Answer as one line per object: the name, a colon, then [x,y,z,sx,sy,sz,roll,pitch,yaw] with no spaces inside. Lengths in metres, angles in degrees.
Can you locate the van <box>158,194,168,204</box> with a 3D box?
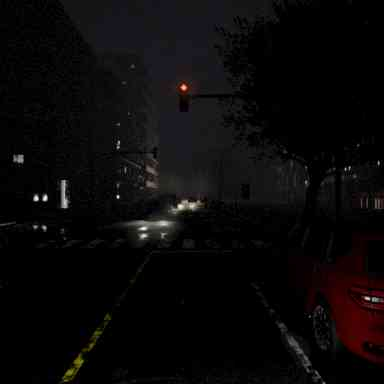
van: [-5.678,1.384,65.905,1.690,1.788,3.998,0,0,0]

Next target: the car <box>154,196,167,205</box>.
car: [-5.679,1.476,60.372,1.967,1.590,4.097,0,0,0]

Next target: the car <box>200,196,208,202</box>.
car: [2.704,1.584,77.139,1.752,1.417,4.829,0,0,0]

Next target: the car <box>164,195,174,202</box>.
car: [-5.676,1.507,82.503,1.967,1.590,4.097,0,0,0]

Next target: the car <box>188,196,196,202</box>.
car: [0.015,1.657,79.320,1.895,1.301,4.718,0,0,0]

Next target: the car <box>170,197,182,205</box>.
car: [-3.048,1.603,62.899,1.994,1.385,4.181,0,0,0]

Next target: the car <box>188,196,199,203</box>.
car: [0.115,1.612,69.419,1.994,1.385,4.181,0,0,0]

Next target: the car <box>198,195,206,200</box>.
car: [2.706,1.638,93.567,2.008,1.369,4.403,0,0,0]

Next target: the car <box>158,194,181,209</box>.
car: [-3.089,1.241,46.467,2.150,2.045,5.566,0,0,0]

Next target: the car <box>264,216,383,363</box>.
car: [2.694,1.315,5.852,2.192,1.841,5.009,0,0,0]

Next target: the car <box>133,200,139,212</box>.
car: [-5.682,1.563,38.241,2.008,1.369,4.403,0,0,0]

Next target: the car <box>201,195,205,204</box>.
car: [2.699,1.548,49.475,1.752,1.417,4.829,0,0,0]

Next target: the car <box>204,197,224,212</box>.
car: [2.698,1.557,38.240,1.887,1.381,4.507,0,0,0]

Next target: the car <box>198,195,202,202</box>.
car: [2.702,1.625,65.903,1.802,1.307,4.206,0,0,0]

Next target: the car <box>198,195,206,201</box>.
car: [2.705,1.621,88.034,1.887,1.381,4.507,0,0,0]

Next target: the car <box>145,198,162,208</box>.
car: [-5.681,1.573,49.307,2.008,1.369,4.403,0,0,0]

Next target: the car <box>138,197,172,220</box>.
car: [-3.093,1.483,28.611,1.882,1.535,5.008,0,0,0]
